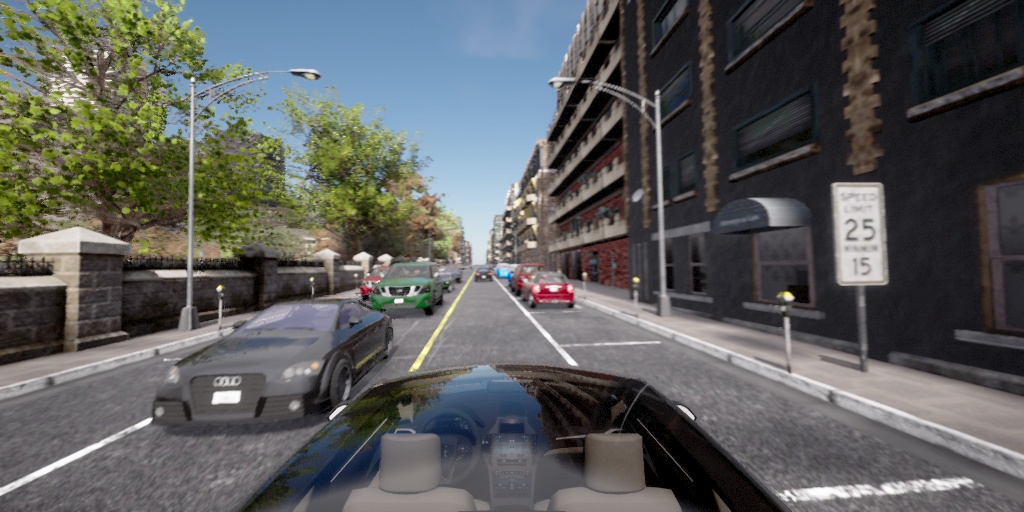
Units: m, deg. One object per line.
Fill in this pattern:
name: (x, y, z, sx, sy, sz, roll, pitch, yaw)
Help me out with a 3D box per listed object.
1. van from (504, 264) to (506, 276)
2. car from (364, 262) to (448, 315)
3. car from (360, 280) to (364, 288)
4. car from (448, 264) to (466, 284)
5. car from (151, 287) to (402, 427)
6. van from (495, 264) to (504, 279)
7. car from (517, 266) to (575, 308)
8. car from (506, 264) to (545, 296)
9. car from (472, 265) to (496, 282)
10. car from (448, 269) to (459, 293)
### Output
van: (0.570, 1.528, 27.508, 1.690, 1.789, 3.998, 0, 0, -5)
car: (-4.187, 1.267, 15.256, 2.150, 2.045, 5.566, -1, -1, -5)
car: (-7.298, 1.512, 21.276, 2.192, 1.841, 5.009, 0, 0, -5)
car: (-5.885, 1.897, 35.344, 1.882, 1.535, 5.008, -1, -1, -5)
car: (-3.375, 1.437, 6.010, 1.994, 1.385, 4.181, -1, -1, -5)
van: (-0.871, 1.836, 44.014, 1.690, 1.789, 3.998, 0, 0, -5)
car: (1.530, 1.422, 16.505, 1.967, 1.591, 4.097, 0, 0, -5)
car: (1.050, 1.400, 22.006, 2.192, 1.841, 5.009, 0, 0, -5)
car: (-2.982, 1.944, 37.755, 1.812, 1.442, 4.674, -1, -1, -5)
car: (-5.028, 1.829, 25.064, 1.895, 1.301, 4.718, -1, -1, -5)
